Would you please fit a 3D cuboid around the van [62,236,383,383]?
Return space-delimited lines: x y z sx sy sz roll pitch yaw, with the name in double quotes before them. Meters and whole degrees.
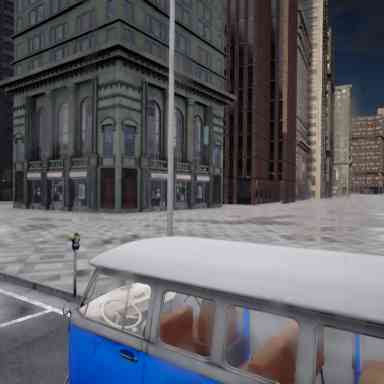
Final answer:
"van" 0.722 1.341 2.477 3.998 1.788 1.690 0 1 35
